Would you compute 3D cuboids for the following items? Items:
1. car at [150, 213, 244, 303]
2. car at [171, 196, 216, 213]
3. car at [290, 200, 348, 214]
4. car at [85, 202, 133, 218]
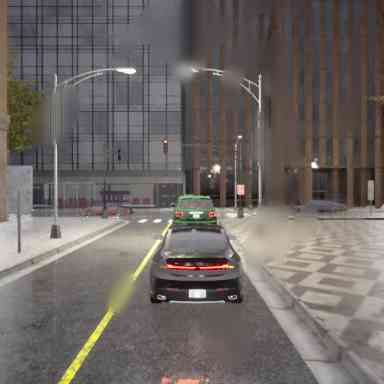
[{"bbox_3d":[0.086,1.503,8.159,1.837,1.490,4.892,0,0,0],"label":"car"},{"bbox_3d":[0.048,1.218,18.151,2.150,2.045,5.566,0,0,-3],"label":"car"},{"bbox_3d":[12.748,1.486,33.526,5.357,1.411,2.033,0,0,0],"label":"car"},{"bbox_3d":[-7.497,1.583,30.338,4.181,1.385,1.994,-1,0,0],"label":"car"}]
